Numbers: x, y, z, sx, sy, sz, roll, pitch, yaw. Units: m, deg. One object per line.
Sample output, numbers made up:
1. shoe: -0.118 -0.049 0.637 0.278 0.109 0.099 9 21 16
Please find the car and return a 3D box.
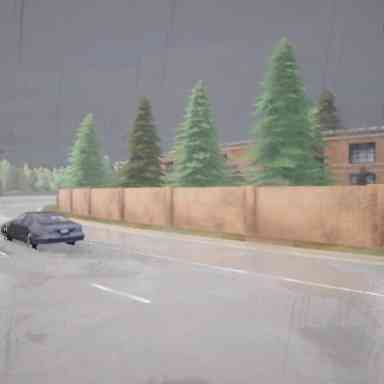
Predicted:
1. car: -6.683 1.554 14.631 2.033 1.411 5.357 0 0 -45
